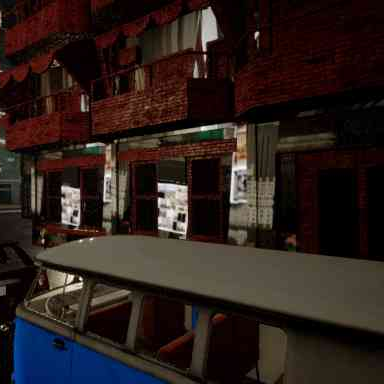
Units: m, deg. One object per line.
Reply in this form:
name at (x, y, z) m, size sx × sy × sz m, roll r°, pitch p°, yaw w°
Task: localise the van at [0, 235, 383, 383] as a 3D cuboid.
van at (0.184, 1.341, 2.604) m, size 3.998 × 1.788 × 1.690 m, roll 0°, pitch -1°, yaw 36°
